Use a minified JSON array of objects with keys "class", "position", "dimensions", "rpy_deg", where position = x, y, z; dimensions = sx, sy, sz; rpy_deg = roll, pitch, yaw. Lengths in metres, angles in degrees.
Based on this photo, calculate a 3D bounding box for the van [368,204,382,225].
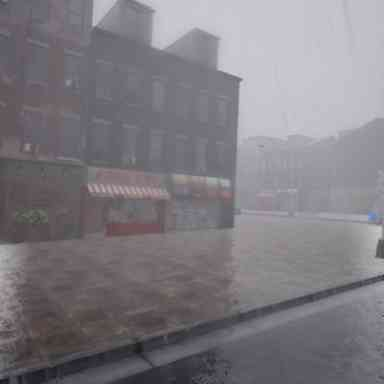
[{"class":"van","position":[16.799,1.925,27.437],"dimensions":[1.690,1.788,3.998],"rpy_deg":[4,-2,-35]}]
